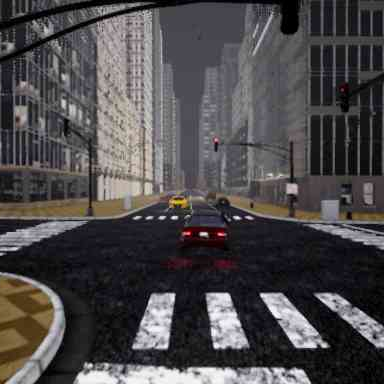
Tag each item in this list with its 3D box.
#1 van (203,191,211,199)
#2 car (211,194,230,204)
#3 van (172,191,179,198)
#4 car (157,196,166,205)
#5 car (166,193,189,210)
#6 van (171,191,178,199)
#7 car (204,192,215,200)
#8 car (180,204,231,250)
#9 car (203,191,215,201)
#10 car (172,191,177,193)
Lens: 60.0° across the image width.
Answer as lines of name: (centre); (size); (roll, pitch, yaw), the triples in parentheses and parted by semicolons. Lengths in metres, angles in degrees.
van: (3.610, 0.711, 81.882); (1.690, 1.788, 3.998); (0, 0, 0)
car: (3.872, 1.257, 43.193); (1.947, 1.339, 4.313); (0, 0, 0)
van: (-4.300, 0.665, 87.366); (1.690, 1.788, 3.998); (0, 0, 0)
car: (-4.087, 1.230, 48.676); (1.802, 1.307, 4.206); (0, 0, 0)
car: (-1.560, 1.207, 38.403); (1.882, 1.535, 5.008); (0, 1, 0)
van: (-4.270, 0.712, 81.839); (1.690, 1.788, 3.998); (0, 0, 0)
car: (3.671, 0.905, 70.828); (1.967, 1.590, 4.097); (0, 0, 0)
car: (0.643, 1.475, 13.975); (2.033, 1.411, 5.357); (1, 1, 5)
car: (3.702, 0.827, 65.299); (2.192, 1.841, 5.009); (0, 0, 0)
car: (-4.178, 1.078, 65.258); (1.947, 1.339, 4.313); (0, 0, 0)
